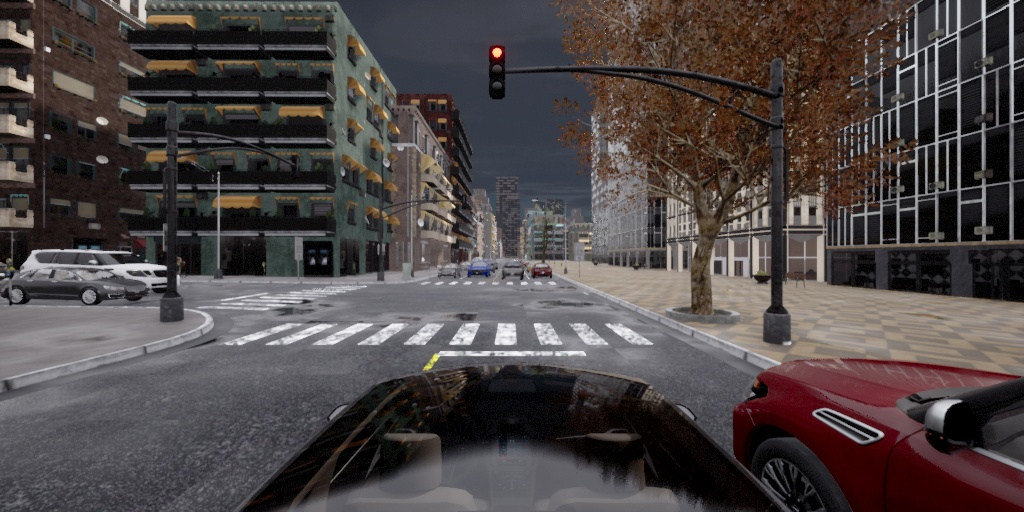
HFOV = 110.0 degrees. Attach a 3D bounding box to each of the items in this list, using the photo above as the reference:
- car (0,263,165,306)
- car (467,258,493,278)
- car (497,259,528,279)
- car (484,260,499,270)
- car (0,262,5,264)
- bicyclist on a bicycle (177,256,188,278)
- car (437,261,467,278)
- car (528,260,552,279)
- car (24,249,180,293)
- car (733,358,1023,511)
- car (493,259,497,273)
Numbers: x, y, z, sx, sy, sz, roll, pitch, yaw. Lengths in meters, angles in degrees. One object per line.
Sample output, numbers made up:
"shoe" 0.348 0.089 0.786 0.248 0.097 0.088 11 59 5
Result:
"car" -16.439 1.089 13.596 4.403 1.370 2.007 0 0 -1
"car" -3.104 1.235 34.303 1.882 1.535 5.008 0 0 0
"car" 0.080 1.248 32.068 2.128 1.511 4.902 0 0 1
"car" -3.101 1.323 54.665 2.033 1.411 5.357 0 0 0
"car" -33.196 0.866 21.801 4.403 1.370 2.007 0 0 -1
"bicyclist on a bicycle" -23.177 0.757 24.854 0.582 1.620 1.656 1 0 -1
"car" -5.700 1.307 33.015 2.007 1.370 4.403 0 0 0
"car" 2.680 1.301 33.018 1.888 1.381 4.507 0 0 0
"car" -18.432 0.736 16.164 5.566 2.045 2.150 1 0 -1
"car" 2.691 1.065 0.631 2.192 1.841 5.009 0 0 0
"car" -3.104 1.329 44.301 1.994 1.385 4.181 0 0 0
